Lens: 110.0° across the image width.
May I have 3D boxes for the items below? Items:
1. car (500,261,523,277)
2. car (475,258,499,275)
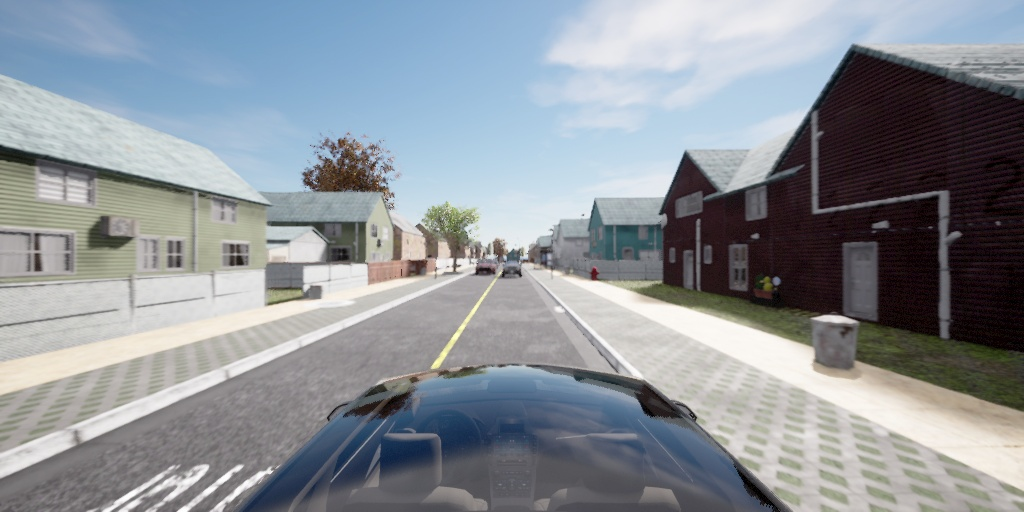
[{"bbox_3d":[0.003,1.228,34.122,1.812,1.442,4.674,0,0,0],"label":"car"},{"bbox_3d":[-2.747,1.057,38.507,2.097,1.767,4.553,0,0,0],"label":"car"}]
